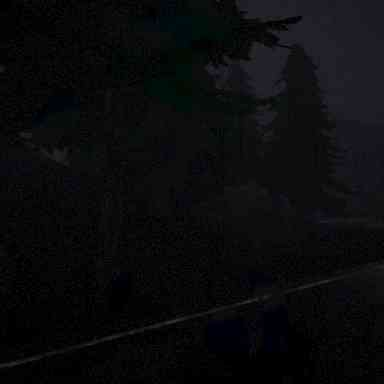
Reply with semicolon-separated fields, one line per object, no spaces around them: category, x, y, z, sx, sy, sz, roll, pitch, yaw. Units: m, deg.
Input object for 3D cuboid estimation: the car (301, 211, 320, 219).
car;8.611;1.489;28.626;1.837;1.490;4.892;0;0;-35
